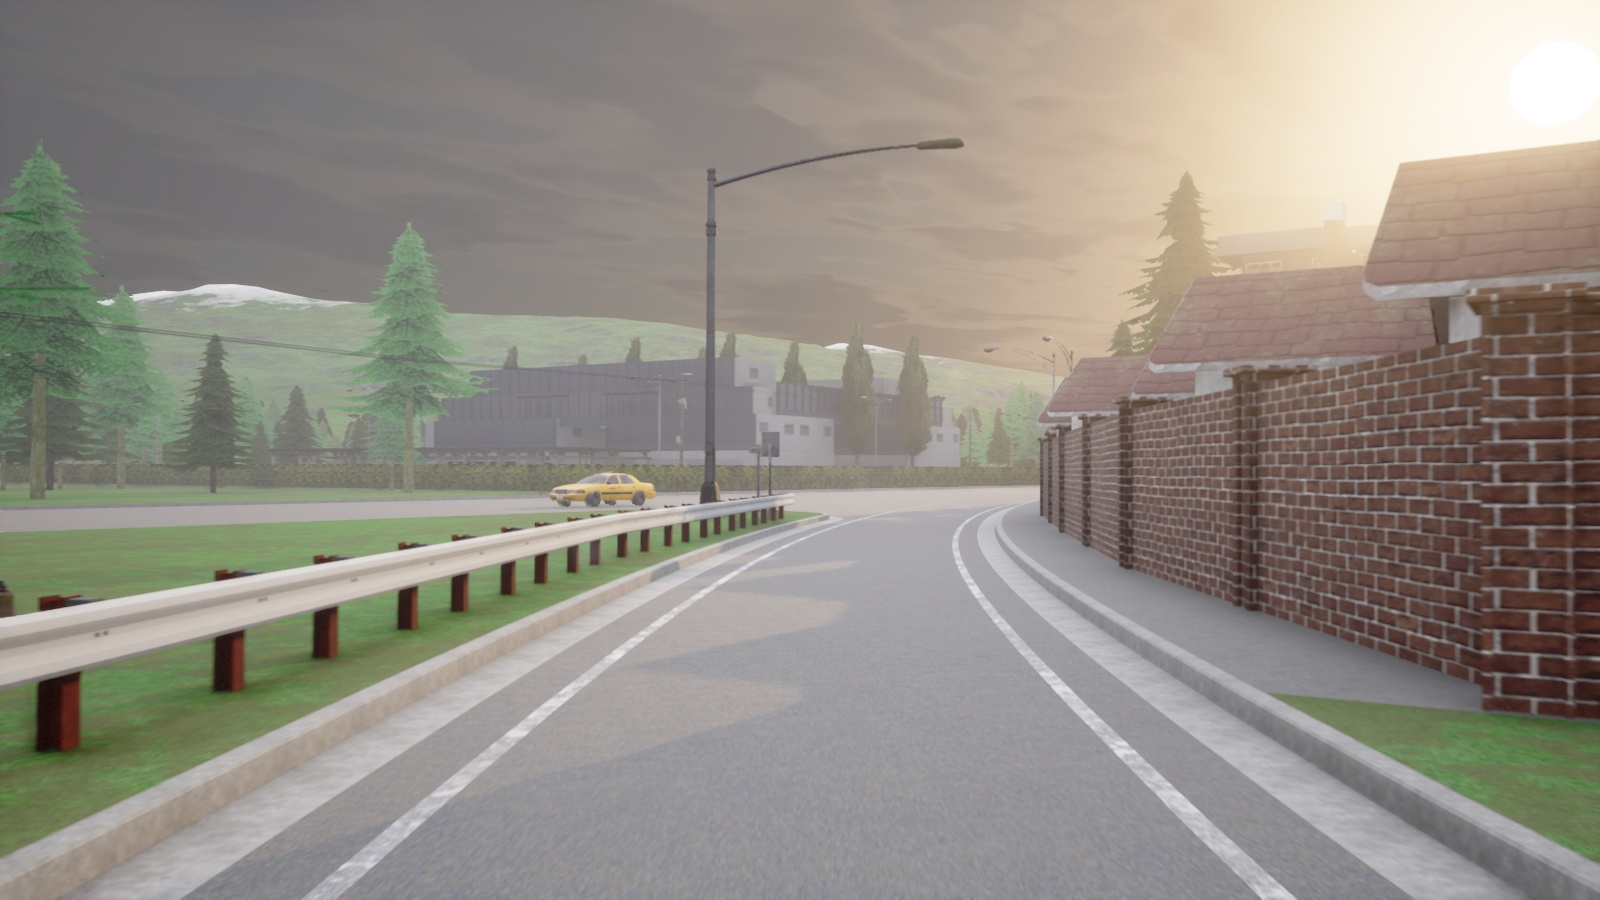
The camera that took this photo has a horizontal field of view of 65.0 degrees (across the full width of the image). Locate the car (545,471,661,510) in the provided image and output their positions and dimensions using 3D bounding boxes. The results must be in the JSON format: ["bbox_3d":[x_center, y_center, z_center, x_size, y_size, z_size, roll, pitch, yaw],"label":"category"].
[{"bbox_3d":[-8.333,1.684,53.731,1.801,1.575,5.366,-1,-1,32],"label":"car"}]
